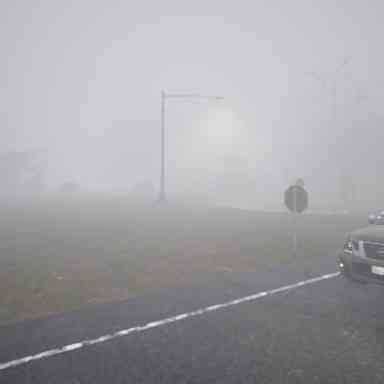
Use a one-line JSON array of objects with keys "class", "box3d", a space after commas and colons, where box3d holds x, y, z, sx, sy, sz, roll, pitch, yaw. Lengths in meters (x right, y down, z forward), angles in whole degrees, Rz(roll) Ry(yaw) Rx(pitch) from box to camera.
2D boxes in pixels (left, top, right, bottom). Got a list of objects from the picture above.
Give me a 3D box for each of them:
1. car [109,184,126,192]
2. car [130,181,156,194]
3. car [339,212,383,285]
[{"class": "car", "box3d": [-14.056, -0.788, 62.417, 1.994, 1.385, 4.181, -1, 2, -36]}, {"class": "car", "box3d": [-7.993, -0.796, 53.962, 2.150, 2.045, 5.566, -1, 2, -36]}, {"class": "car", "box3d": [5.911, 1.130, 8.071, 5.566, 2.045, 2.150, -1, 0, -35]}]
